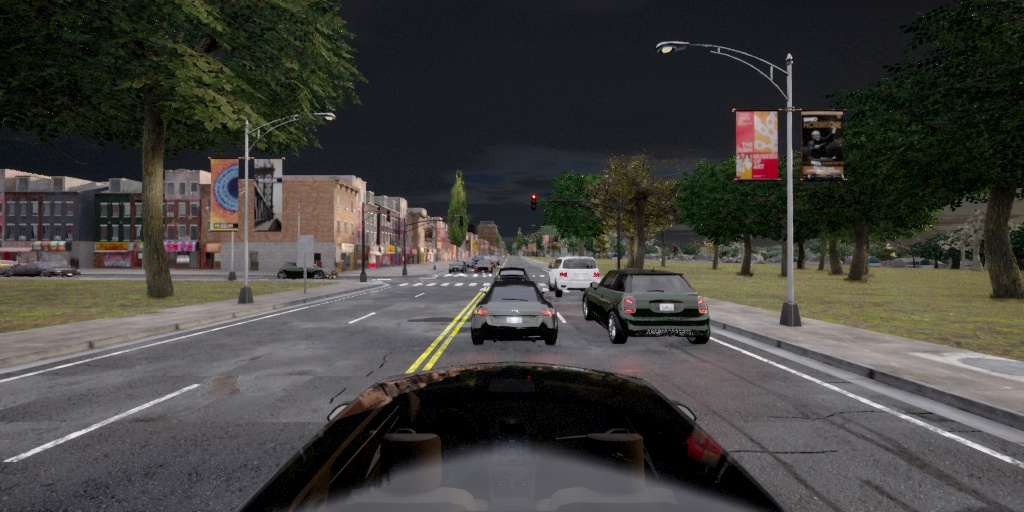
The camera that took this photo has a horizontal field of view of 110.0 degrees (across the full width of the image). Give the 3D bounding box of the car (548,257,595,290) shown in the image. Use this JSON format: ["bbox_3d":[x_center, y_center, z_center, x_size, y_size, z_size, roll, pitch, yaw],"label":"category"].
[{"bbox_3d":[3.257,1.054,19.487,2.150,2.045,5.566,0,0,0],"label":"car"}]

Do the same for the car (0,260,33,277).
[{"bbox_3d":[-48.975,1.118,33.856,5.008,1.535,1.882,0,0,0],"label":"car"}]

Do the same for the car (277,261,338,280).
[{"bbox_3d":[-17.509,1.206,30.937,4.553,1.767,2.097,1,0,2],"label":"car"}]

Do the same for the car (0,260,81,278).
[{"bbox_3d":[-40.824,1.209,30.980,5.357,1.411,2.033,0,0,0],"label":"car"}]

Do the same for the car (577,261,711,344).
[{"bbox_3d":[3.310,1.121,9.774,2.097,1.767,4.553,0,0,0],"label":"car"}]

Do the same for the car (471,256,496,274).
[{"bbox_3d":[-3.441,1.219,44.543,2.097,1.767,4.553,0,0,0],"label":"car"}]

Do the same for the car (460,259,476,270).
[{"bbox_3d":[-6.707,1.304,55.371,1.837,1.490,4.892,0,1,0],"label":"car"}]

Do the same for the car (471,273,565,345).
[{"bbox_3d":[0.058,1.332,9.576,1.994,1.385,4.181,0,0,0],"label":"car"}]

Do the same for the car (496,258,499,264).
[{"bbox_3d":[-3.459,1.394,56.162,1.895,1.301,4.718,0,0,0],"label":"car"}]

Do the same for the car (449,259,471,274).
[{"bbox_3d":[-6.691,1.371,44.795,1.837,1.490,4.892,0,0,0],"label":"car"}]

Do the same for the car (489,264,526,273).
[{"bbox_3d":[0.008,1.331,18.488,1.837,1.490,4.892,0,0,0],"label":"car"}]
